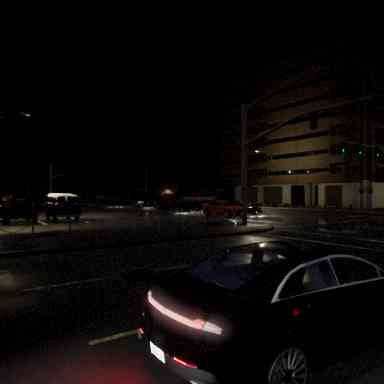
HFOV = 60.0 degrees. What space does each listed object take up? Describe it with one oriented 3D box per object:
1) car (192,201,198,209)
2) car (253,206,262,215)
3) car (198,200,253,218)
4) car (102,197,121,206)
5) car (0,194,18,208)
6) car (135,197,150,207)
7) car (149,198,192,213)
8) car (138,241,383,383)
[{"bbox_3d":[-0.625,1.656,42.495,1.895,1.301,4.718,0,0,-34],"label":"car"},{"bbox_3d":[4.782,1.603,34.563,2.033,1.411,5.357,0,0,-34],"label":"car"},{"bbox_3d":[2.985,1.533,30.986,1.882,1.535,5.008,0,0,-34],"label":"car"},{"bbox_3d":[-13.364,1.533,55.055,1.882,1.535,5.008,0,0,-34],"label":"car"},{"bbox_3d":[-31.359,1.209,56.593,1.932,1.855,4.605,0,0,-34],"label":"car"},{"bbox_3d":[-7.397,1.555,52.457,1.837,1.490,4.892,0,2,-34],"label":"car"},{"bbox_3d":[-2.593,1.603,39.166,2.033,1.411,5.357,0,0,-34],"label":"car"},{"bbox_3d":[1.638,1.492,4.908,4.902,1.511,2.128,0,0,-34],"label":"car"}]
